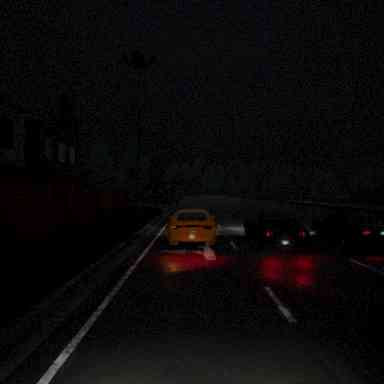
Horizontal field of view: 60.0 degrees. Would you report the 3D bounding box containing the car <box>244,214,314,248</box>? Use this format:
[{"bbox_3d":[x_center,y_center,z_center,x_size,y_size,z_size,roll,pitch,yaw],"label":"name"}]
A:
[{"bbox_3d":[3.500,1.613,14.689,1.895,1.301,4.718,0,0,0],"label":"car"}]

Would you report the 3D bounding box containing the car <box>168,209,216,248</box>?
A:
[{"bbox_3d":[0.000,1.482,14.659,1.882,1.535,5.008,0,0,0],"label":"car"}]

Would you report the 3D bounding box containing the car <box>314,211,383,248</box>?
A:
[{"bbox_3d":[7.000,1.560,14.659,2.033,1.411,5.357,0,0,0],"label":"car"}]
